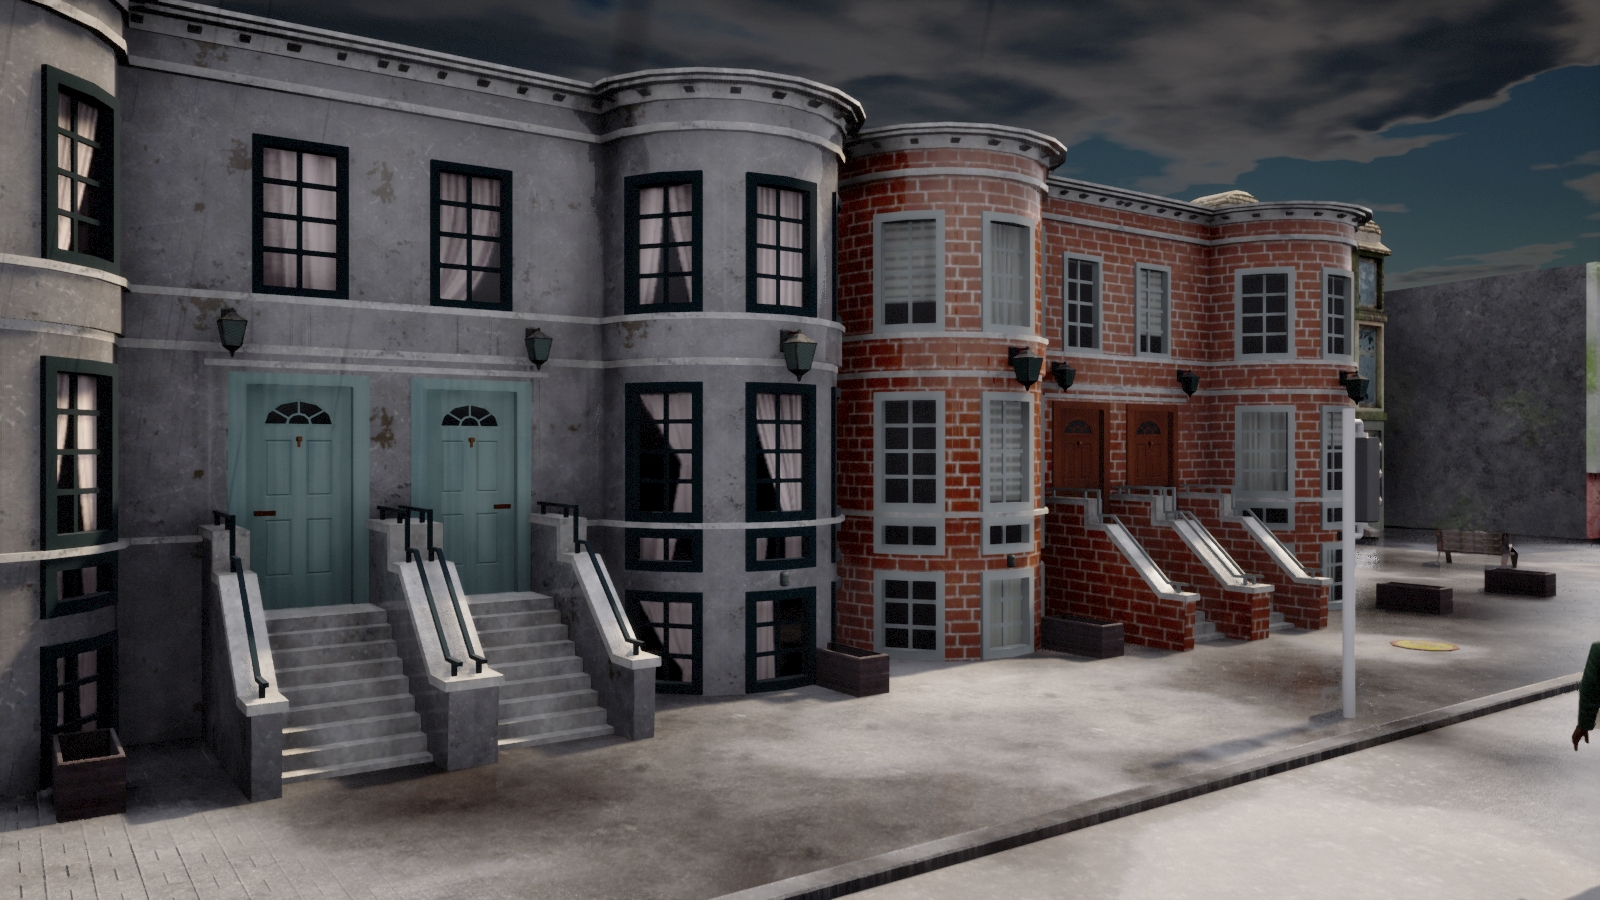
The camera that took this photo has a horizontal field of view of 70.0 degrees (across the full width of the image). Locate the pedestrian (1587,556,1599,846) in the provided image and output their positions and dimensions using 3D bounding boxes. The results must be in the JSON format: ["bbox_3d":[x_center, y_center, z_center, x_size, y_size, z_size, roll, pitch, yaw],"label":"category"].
[{"bbox_3d":[5.383,1.628,7.375,0.375,1.860,0.375,0,0,-29],"label":"pedestrian"}]
